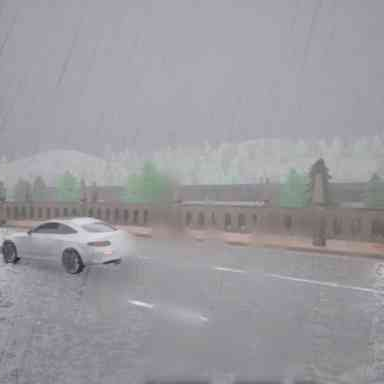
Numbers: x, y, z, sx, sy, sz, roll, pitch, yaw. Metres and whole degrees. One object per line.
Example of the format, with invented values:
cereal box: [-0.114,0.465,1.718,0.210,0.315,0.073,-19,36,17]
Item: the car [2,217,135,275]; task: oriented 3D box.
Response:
car: [-3.879,1.499,10.312,4.674,1.442,1.812,0,0,30]
